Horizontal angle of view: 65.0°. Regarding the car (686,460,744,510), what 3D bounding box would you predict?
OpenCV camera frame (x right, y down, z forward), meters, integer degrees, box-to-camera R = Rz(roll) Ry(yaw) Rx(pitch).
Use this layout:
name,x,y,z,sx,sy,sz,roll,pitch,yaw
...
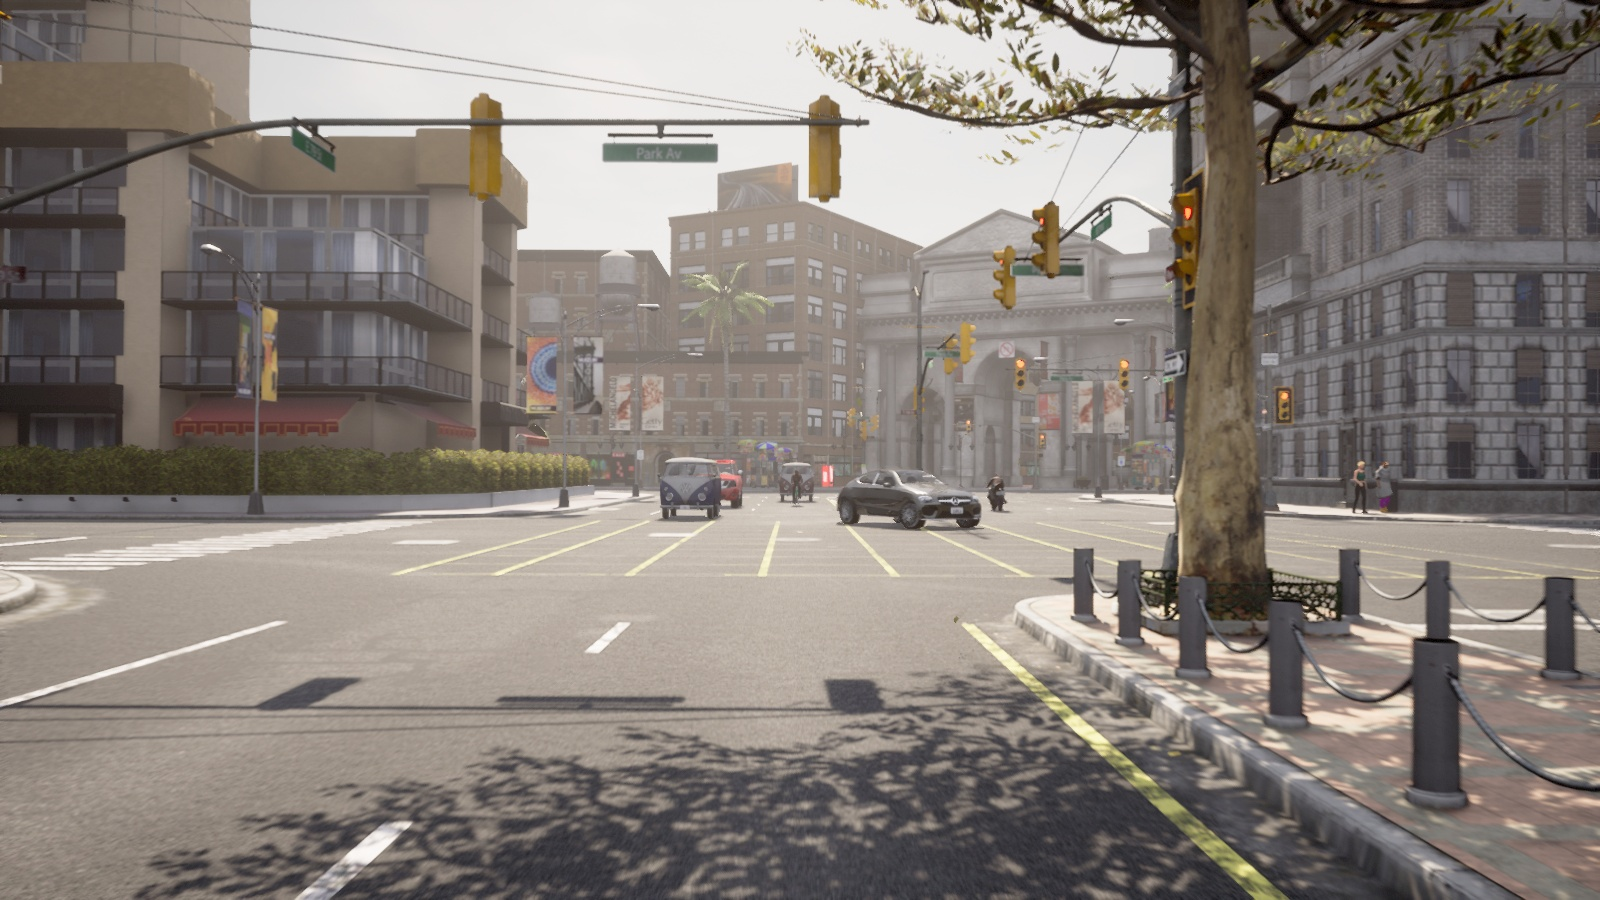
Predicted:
name,x,y,z,sx,sy,sz,roll,pitch,yaw
car,-3.633,1.463,54.457,2.150,2.045,5.566,0,0,0

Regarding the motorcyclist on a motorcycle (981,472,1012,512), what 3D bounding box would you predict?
name,x,y,z,sx,sy,sz,roll,pitch,yaw
motorcyclist on a motorcycle,7.877,1.669,50.425,0.866,1.530,2.191,0,-1,0

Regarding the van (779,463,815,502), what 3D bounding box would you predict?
name,x,y,z,sx,sy,sz,roll,pitch,yaw
van,-0.160,1.668,65.218,1.775,1.987,4.442,0,-1,0

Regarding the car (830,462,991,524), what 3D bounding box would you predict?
name,x,y,z,sx,sy,sz,roll,pitch,yaw
car,3.062,1.189,36.050,2.152,1.651,5.027,0,-1,-29

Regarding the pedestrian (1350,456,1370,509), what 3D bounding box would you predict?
name,x,y,z,sx,sy,sz,roll,pitch,yaw
pedestrian,19.574,1.134,43.893,0.345,1.836,0.594,0,-1,-9

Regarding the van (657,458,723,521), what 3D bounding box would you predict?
name,x,y,z,sx,sy,sz,roll,pitch,yaw
van,-3.599,1.286,41.740,1.775,1.987,4.442,0,-1,0

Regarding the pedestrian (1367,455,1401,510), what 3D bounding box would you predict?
name,x,y,z,sx,sy,sz,roll,pitch,yaw
pedestrian,20.933,1.148,45.050,0.659,1.952,0.873,0,-1,-25
